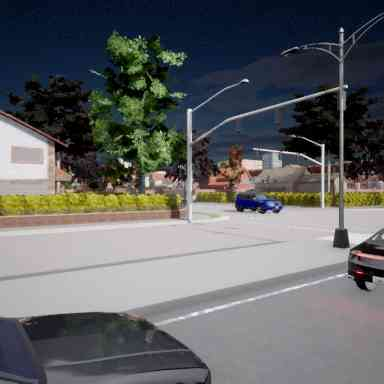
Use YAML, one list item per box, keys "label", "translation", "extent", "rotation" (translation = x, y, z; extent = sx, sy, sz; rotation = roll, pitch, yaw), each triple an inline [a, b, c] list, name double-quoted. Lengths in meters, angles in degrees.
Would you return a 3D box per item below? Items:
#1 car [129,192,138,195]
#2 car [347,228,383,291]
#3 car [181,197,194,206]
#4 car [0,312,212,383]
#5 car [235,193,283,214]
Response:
- label: "car"
  translation: [-8.923, 1.081, 56.119]
  extent: [2.150, 2.045, 5.566]
  rotation: [0, 0, -36]
- label: "car"
  translation: [5.573, 1.474, 7.720]
  extent: [4.902, 1.511, 2.128]
  rotation: [0, 0, -35]
- label: "car"
  translation: [-1.959, 1.430, 46.450]
  extent: [2.033, 1.411, 5.357]
  rotation: [0, 0, -36]
- label: "car"
  translation: [-2.361, 1.543, 2.060]
  extent: [5.357, 1.411, 2.033]
  rotation: [0, 0, -36]
- label: "car"
  translation: [6.686, 1.140, 34.040]
  extent: [2.150, 2.045, 5.566]
  rotation: [0, 0, -31]
